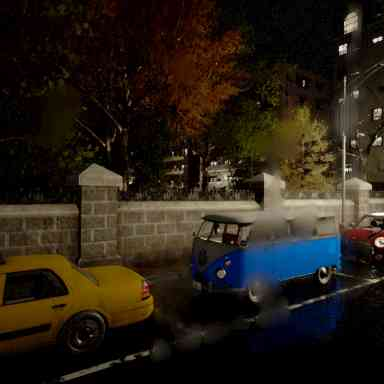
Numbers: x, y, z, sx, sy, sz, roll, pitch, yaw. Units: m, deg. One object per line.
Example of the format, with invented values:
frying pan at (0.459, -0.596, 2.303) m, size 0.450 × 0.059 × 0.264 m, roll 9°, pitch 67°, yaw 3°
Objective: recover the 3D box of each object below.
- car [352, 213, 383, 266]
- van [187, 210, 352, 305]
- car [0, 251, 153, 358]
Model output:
car at (6.374, 1.442, 11.103) m, size 4.097 × 1.590 × 1.967 m, roll 0°, pitch 1°, yaw -36°
van at (1.806, 1.343, 7.840) m, size 3.998 × 1.788 × 1.690 m, roll 0°, pitch 1°, yaw -36°
car at (-2.901, 1.525, 4.481) m, size 4.829 × 1.417 × 1.752 m, roll 0°, pitch 1°, yaw -36°
